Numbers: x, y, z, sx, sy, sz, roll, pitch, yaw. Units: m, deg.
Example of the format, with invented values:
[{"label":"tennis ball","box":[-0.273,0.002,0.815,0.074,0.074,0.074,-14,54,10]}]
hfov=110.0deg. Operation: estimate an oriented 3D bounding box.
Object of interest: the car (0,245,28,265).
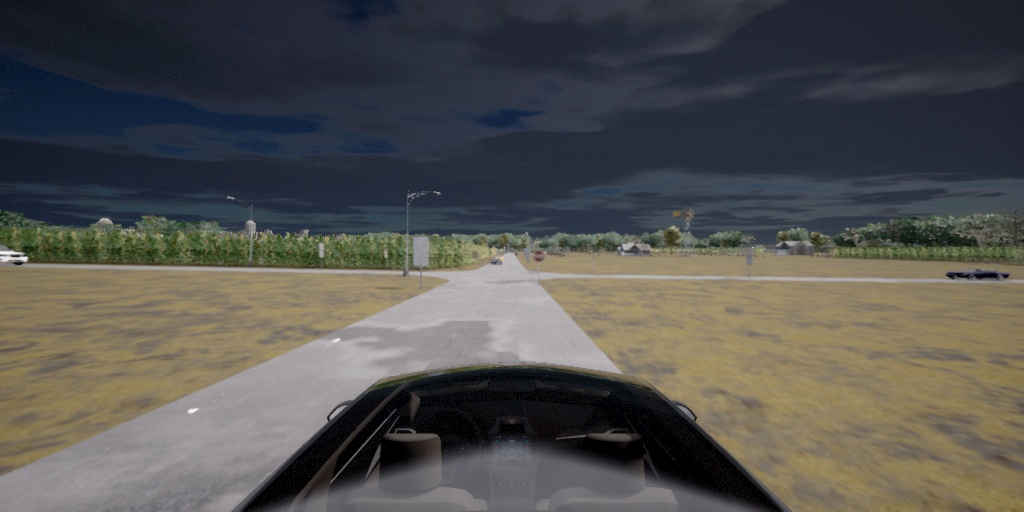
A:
[{"label":"car","box":[-51.849,-0.103,35.545,5.566,2.045,2.150,1,0,0]}]

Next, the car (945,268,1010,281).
[{"label":"car","box":[49.083,1.921,37.915,4.718,1.301,1.895,1,0,0]}]

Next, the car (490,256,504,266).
[{"label":"car","box":[-2.786,0.980,63.636,1.994,1.385,4.181,0,1,0]}]
